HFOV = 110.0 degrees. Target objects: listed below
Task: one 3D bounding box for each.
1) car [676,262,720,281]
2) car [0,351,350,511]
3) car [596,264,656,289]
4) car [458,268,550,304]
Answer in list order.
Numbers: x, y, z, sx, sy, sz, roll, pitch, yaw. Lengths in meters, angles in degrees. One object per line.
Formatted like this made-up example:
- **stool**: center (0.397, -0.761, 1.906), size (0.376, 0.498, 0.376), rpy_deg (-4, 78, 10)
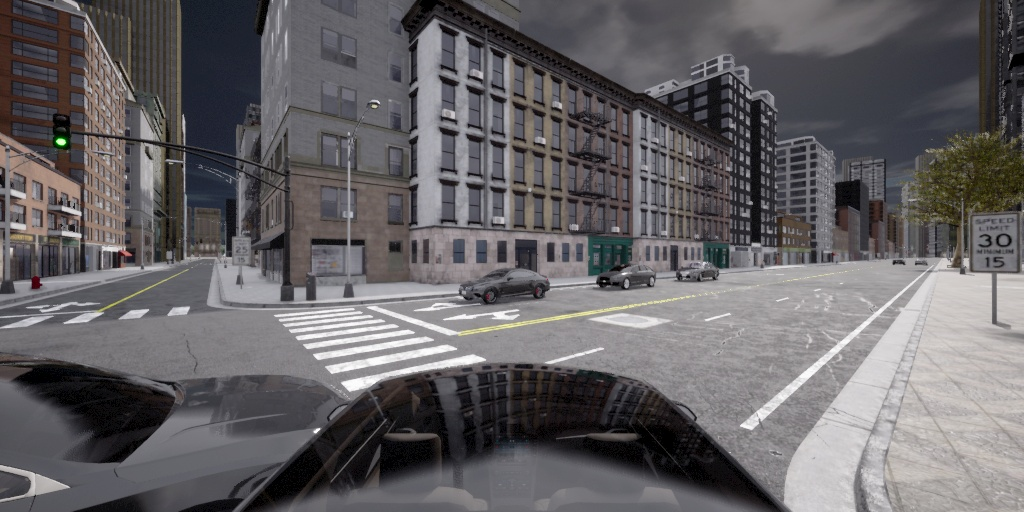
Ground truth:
- **car**: center (15.311, 1.233, 29.507), size (4.902, 1.511, 2.128), rpy_deg (0, 0, -40)
- **car**: center (-3.242, 1.257, 1.617), size (4.892, 1.490, 1.837), rpy_deg (0, 0, -35)
- **car**: center (7.379, 1.256, 22.941), size (4.892, 1.490, 1.837), rpy_deg (0, 0, -40)
- **car**: center (-0.237, 1.285, 16.625), size (4.674, 1.442, 1.812), rpy_deg (0, 0, -40)
